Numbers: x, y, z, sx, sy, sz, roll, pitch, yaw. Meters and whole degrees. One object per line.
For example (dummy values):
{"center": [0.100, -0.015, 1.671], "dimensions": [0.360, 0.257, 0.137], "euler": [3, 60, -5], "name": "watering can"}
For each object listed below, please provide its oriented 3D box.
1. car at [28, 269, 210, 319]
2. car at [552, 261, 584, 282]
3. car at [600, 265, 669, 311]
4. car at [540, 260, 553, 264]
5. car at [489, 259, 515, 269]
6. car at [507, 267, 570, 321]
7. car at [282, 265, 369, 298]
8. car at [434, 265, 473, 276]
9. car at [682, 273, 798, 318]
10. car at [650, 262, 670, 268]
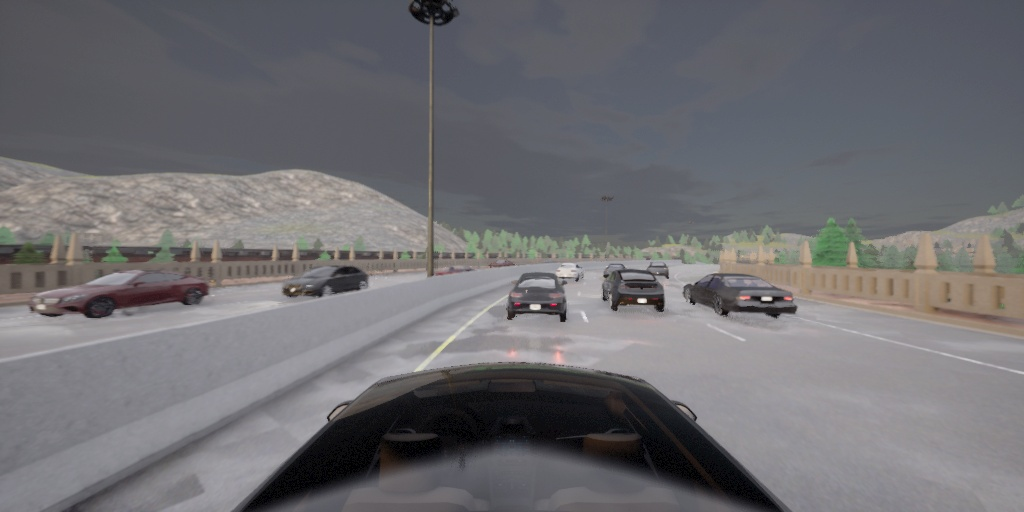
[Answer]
{"center": [-13.293, 1.215, 12.636], "dimensions": [1.812, 1.442, 4.674], "euler": [0, 0, 7], "name": "car"}
{"center": [4.787, 1.299, 29.716], "dimensions": [1.812, 1.442, 4.674], "euler": [0, 0, 17], "name": "car"}
{"center": [4.772, 1.277, 14.613], "dimensions": [1.837, 1.490, 4.892], "euler": [0, 0, 8], "name": "car"}
{"center": [5.799, 1.341, 56.693], "dimensions": [1.994, 1.385, 4.181], "euler": [0, 0, 32], "name": "car"}
{"center": [-1.419, 1.223, 51.231], "dimensions": [1.882, 1.535, 5.008], "euler": [0, 0, 28], "name": "car"}
{"center": [0.938, 1.280, 12.447], "dimensions": [1.812, 1.442, 4.674], "euler": [0, 0, 7], "name": "car"}
{"center": [-9.040, 1.214, 17.849], "dimensions": [1.837, 1.490, 4.892], "euler": [0, 0, 10], "name": "car"}
{"center": [-3.993, 1.333, 25.227], "dimensions": [1.895, 1.301, 4.718], "euler": [0, 0, 15], "name": "car"}
{"center": [8.032, 1.335, 13.260], "dimensions": [2.033, 1.411, 5.357], "euler": [0, 0, 8], "name": "car"}
{"center": [13.836, 1.306, 34.018], "dimensions": [2.128, 1.511, 4.902], "euler": [0, 0, 22], "name": "car"}
